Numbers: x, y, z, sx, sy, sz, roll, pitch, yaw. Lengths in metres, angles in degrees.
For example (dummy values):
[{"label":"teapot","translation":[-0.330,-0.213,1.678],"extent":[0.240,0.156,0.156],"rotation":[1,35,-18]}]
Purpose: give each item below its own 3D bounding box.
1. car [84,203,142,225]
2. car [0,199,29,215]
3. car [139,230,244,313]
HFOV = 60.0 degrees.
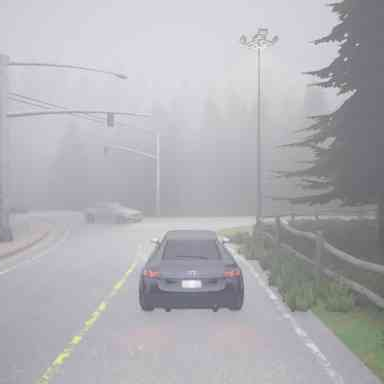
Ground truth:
[{"label":"car","translation":[-5.819,1.533,24.239],"extent":[4.674,1.442,1.812],"rotation":[0,0,28]},{"label":"car","translation":[-18.698,1.506,33.655],"extent":[4.892,1.490,1.837],"rotation":[0,0,25]},{"label":"car","translation":[-0.029,1.564,7.775],"extent":[1.994,1.385,4.181],"rotation":[0,0,-1]}]
